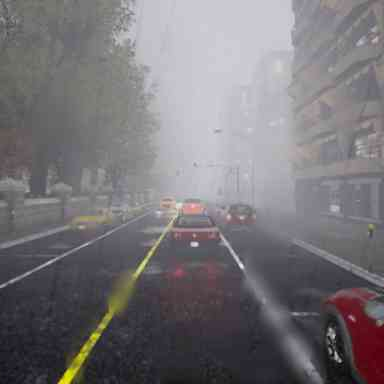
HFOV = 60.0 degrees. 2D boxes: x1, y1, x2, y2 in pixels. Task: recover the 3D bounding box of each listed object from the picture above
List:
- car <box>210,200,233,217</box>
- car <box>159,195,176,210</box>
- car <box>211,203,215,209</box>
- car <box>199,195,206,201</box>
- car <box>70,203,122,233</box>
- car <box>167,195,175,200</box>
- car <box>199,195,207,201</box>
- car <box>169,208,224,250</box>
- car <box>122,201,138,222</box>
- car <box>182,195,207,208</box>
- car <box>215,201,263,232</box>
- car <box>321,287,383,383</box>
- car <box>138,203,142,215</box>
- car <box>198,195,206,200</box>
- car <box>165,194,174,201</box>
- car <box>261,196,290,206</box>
[{"bbox_3d":[2.681,1.493,31.226,1.752,1.417,4.829,0,0,0],"label":"car"},{"bbox_3d":[-3.010,1.451,41.680,1.882,1.535,5.008,0,0,0],"label":"car"},{"bbox_3d":[2.683,1.537,25.425,1.947,1.339,4.313,0,0,0],"label":"car"},{"bbox_3d":[2.668,1.500,85.692,1.887,1.381,4.507,0,0,0],"label":"car"},{"bbox_3d":[-5.696,1.501,19.622,1.752,1.417,4.829,0,0,0],"label":"car"},{"bbox_3d":[-5.713,1.501,91.225,1.887,1.381,4.507,0,0,0],"label":"car"},{"bbox_3d":[2.669,1.479,80.327,1.752,1.417,4.829,0,0,0],"label":"car"},{"bbox_3d":[0.097,1.583,14.105,1.895,1.301,4.718,0,0,0],"label":"car"},{"bbox_3d":[-5.697,1.522,25.422,2.008,1.369,4.403,0,0,0],"label":"car"},{"bbox_3d":[0.090,1.319,31.934,2.097,1.767,4.553,0,0,0],"label":"car"},{"bbox_3d":[2.684,1.416,19.794,1.967,1.590,4.097,0,0,0],"label":"car"},{"bbox_3d":[2.688,1.436,2.904,1.967,1.590,4.097,0,0,0],"label":"car"},{"bbox_3d":[-5.699,1.493,30.883,1.752,1.417,4.829,0,0,0],"label":"car"},{"bbox_3d":[2.667,1.507,91.227,2.008,1.369,4.403,0,0,0],"label":"car"},{"bbox_3d":[-5.713,1.395,85.689,1.967,1.590,4.097,0,0,0],"label":"car"},{"bbox_3d":[14.602,1.545,58.051,5.009,1.841,2.192,1,-1,0],"label":"car"}]
